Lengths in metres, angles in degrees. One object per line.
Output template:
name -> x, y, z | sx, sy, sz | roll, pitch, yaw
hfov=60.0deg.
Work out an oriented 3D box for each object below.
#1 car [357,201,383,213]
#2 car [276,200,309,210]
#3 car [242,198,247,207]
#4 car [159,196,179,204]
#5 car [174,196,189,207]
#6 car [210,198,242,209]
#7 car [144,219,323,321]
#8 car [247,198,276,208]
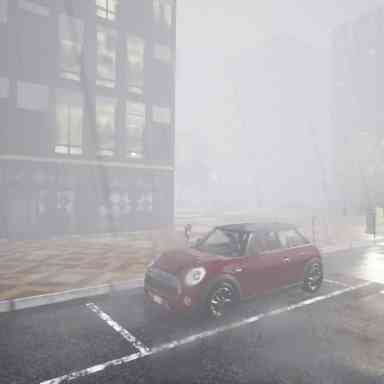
car -> 21.047, 1.730, 37.653 | 1.947, 1.339, 4.313 | 1, -1, -35
car -> 14.483, 1.807, 46.902 | 1.802, 1.307, 4.206 | 1, -1, -35
car -> 7.920, 1.726, 56.152 | 1.967, 1.590, 4.097 | 1, -1, -35
car -> -5.206, 1.724, 74.652 | 2.192, 1.841, 5.009 | 1, -1, -35
car -> -2.199, 1.733, 55.931 | 1.887, 1.381, 4.507 | 1, -1, -35
car -> 4.364, 1.678, 46.682 | 2.008, 1.369, 4.403 | 1, -1, -35
car -> 0.990, 1.442, 7.261 | 4.097, 1.590, 1.967 | 0, 1, -36
car -> 11.202, 1.800, 51.527 | 1.887, 1.381, 4.507 | 1, -1, -35
